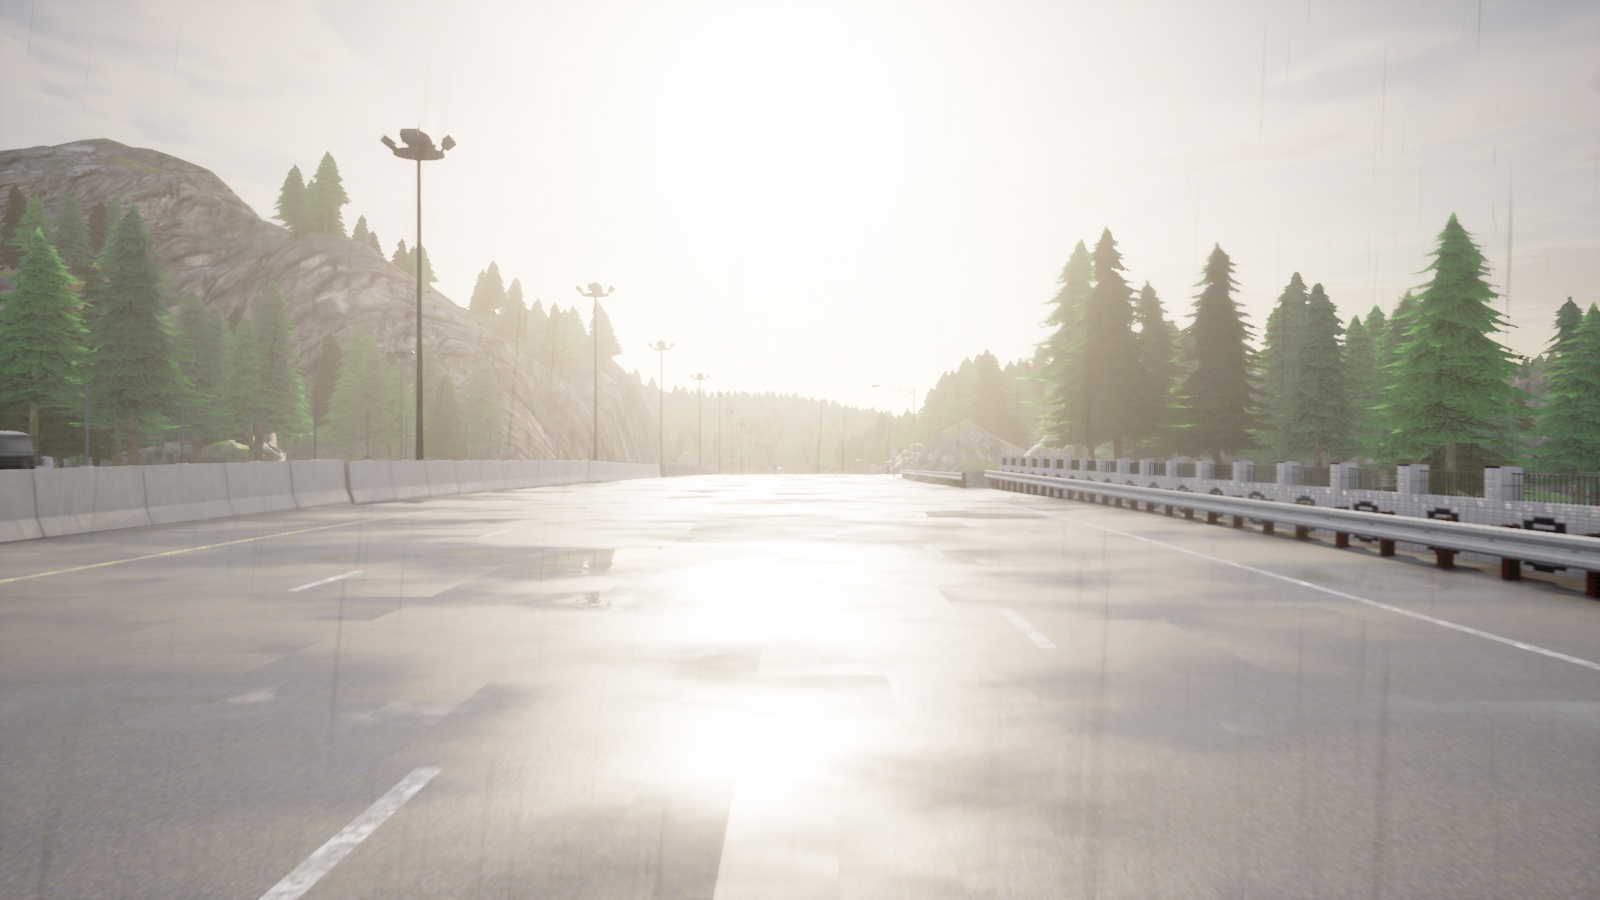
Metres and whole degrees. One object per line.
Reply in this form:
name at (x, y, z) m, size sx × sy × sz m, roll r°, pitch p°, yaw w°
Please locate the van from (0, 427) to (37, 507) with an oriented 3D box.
van at (-20.811, 0.414, 30.553) m, size 1.775 × 1.987 × 4.442 m, roll 0°, pitch 0°, yaw 0°
